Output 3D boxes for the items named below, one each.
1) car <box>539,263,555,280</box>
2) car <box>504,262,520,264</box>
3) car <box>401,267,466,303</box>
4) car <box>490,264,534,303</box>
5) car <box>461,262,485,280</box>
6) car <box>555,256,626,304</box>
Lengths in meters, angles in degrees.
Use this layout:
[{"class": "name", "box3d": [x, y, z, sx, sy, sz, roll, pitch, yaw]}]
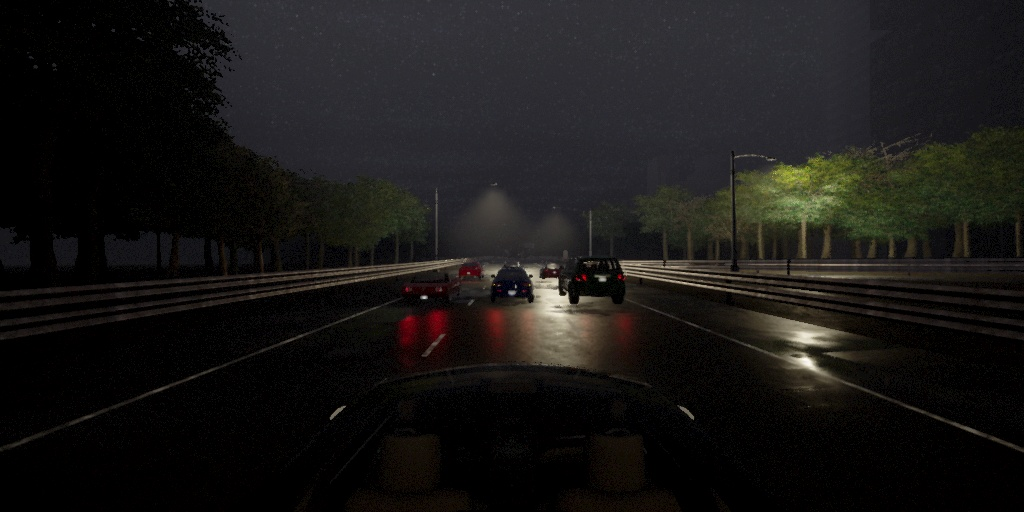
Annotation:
[{"class": "car", "box3d": [3.500, 1.319, 31.500, 1.994, 1.385, 4.181, 0, 0, 0]}, {"class": "car", "box3d": [0.000, 1.241, 31.500, 2.128, 1.511, 4.902, 0, 0, 0]}, {"class": "car", "box3d": [-3.500, 1.366, 16.530, 1.895, 1.301, 4.718, 0, 0, 0]}, {"class": "car", "box3d": [0.000, 1.283, 16.500, 1.812, 1.442, 4.674, 0, 0, 0]}, {"class": "car", "box3d": [-3.500, 1.231, 31.500, 1.882, 1.535, 5.008, 0, 0, 0]}, {"class": "car", "box3d": [3.499, 1.008, 16.531, 2.150, 2.045, 5.566, 0, 0, 0]}]
